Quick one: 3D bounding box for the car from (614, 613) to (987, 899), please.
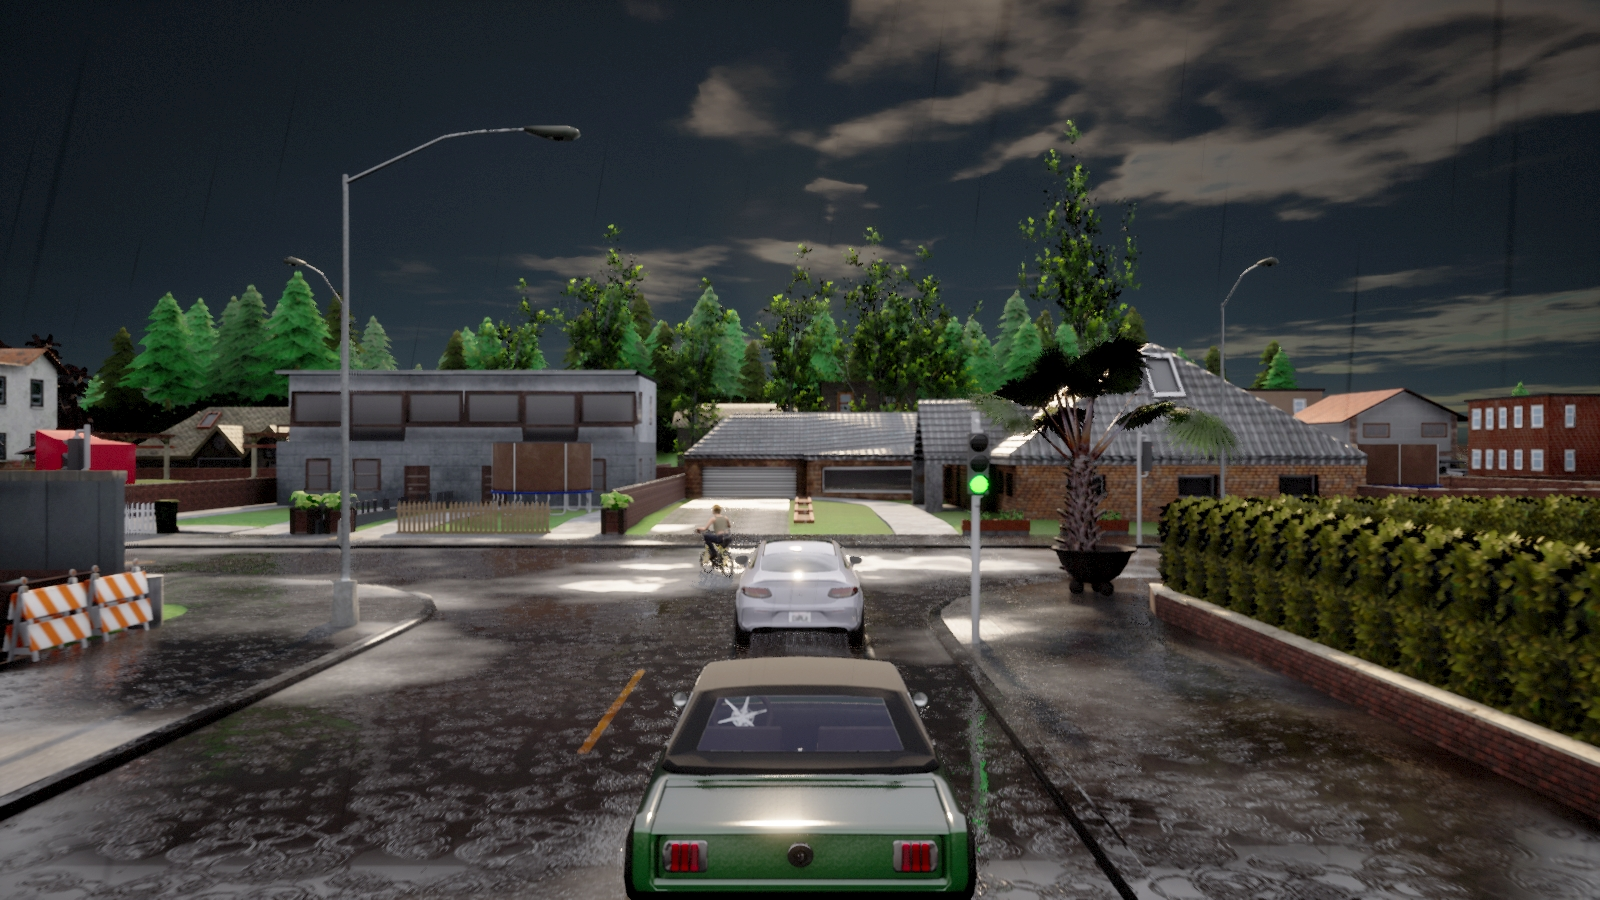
[{"bbox_3d":[0.002,2.151,8.169,1.895,1.301,4.718,0,0,0],"label":"car"}]

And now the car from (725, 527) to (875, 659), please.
[{"bbox_3d":[-0.016,2.072,17.615,2.002,1.442,4.674,0,0,0],"label":"car"}]
